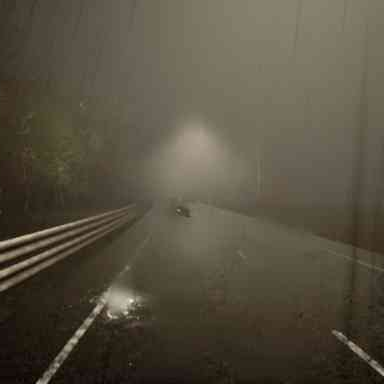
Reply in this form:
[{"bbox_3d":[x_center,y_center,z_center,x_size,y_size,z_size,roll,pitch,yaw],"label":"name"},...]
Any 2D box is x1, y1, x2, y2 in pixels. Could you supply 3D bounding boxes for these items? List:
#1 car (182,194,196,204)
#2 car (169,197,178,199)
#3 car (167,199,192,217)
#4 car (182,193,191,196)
[{"bbox_3d":[-0.358,1.599,64.377,1.812,1.442,4.674,0,0,-4],"label":"car"},{"bbox_3d":[-3.276,1.573,57.789,1.837,1.490,4.892,0,-1,-4],"label":"car"},{"bbox_3d":[-1.326,1.609,31.615,1.994,1.385,4.181,0,0,-4],"label":"car"},{"bbox_3d":[-1.109,1.139,74.387,2.150,2.045,5.566,0,0,-4],"label":"car"}]
